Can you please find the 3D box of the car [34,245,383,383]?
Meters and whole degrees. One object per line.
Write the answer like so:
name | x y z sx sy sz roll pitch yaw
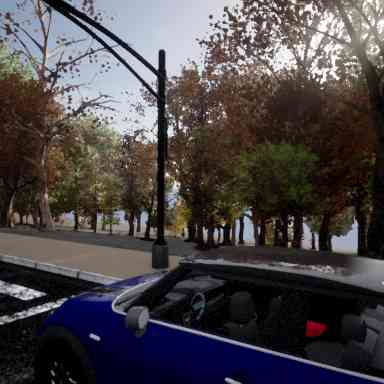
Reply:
car | 0.452 1.352 3.337 4.553 1.767 2.097 0 0 34
